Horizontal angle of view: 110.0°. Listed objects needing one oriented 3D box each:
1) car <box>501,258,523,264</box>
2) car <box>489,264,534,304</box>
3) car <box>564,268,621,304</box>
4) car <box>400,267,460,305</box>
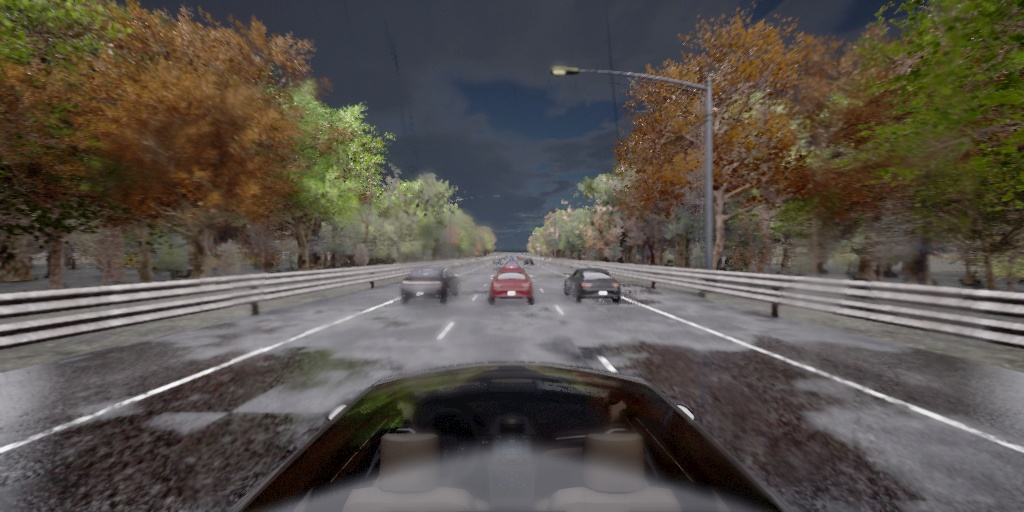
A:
[{"bbox_3d":[-0.016,1.254,43.102,1.994,1.385,4.181,0,0,0],"label":"car"},{"bbox_3d":[-0.009,1.260,16.062,1.812,1.442,4.674,0,0,0],"label":"car"},{"bbox_3d":[3.491,1.257,16.062,1.812,1.442,4.674,0,0,0],"label":"car"},{"bbox_3d":[-3.507,1.229,16.070,2.128,1.511,4.902,0,0,0],"label":"car"}]
